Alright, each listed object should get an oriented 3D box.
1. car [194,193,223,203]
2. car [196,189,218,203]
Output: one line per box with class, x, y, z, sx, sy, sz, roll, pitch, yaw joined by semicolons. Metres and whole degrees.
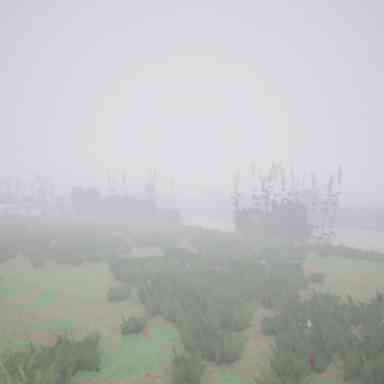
car;2.748;1.010;54.260;1.837;1.490;4.892;0;-2;44
car;3.556;0.637;49.924;2.150;2.045;5.566;0;-3;44
